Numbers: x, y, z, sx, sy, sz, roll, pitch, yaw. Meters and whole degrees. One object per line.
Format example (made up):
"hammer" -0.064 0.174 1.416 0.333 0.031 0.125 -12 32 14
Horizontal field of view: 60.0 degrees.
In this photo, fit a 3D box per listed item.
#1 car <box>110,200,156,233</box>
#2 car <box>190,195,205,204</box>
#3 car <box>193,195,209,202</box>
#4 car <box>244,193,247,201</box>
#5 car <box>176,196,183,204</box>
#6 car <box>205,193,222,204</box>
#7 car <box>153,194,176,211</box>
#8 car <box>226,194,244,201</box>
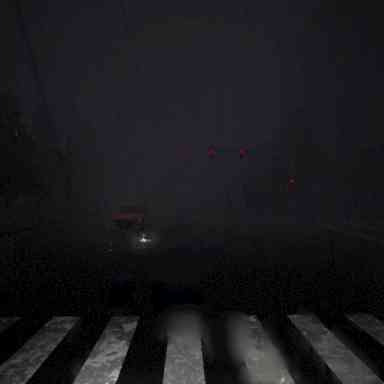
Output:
"car" -3.587 1.486 20.207 1.882 1.535 5.008 0 0 0
"car" 0.978 1.337 62.595 2.097 1.767 4.553 0 0 9
"car" 2.132 1.487 76.856 1.812 1.442 4.674 0 0 30
"car" 14.633 1.206 81.502 5.566 2.045 2.150 0 0 -43
"car" -2.859 1.533 62.335 2.033 1.411 5.357 0 0 9
"car" 4.336 1.207 62.136 2.150 2.045 5.566 0 0 9
"car" -3.569 1.213 41.189 2.150 2.045 5.566 0 0 0
"car" 10.156 1.505 81.923 1.812 1.442 4.674 0 0 44
